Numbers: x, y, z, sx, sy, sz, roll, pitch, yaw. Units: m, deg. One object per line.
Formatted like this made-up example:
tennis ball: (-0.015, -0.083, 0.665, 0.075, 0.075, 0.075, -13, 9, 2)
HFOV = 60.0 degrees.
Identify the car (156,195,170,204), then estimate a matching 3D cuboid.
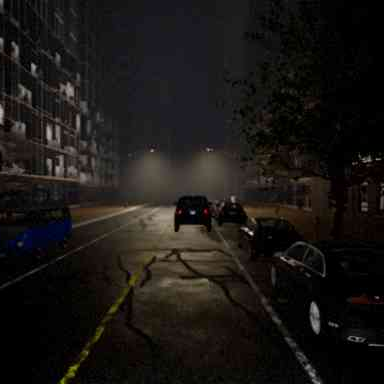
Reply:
car: (-5.823, 1.560, 63.243, 1.887, 1.381, 4.507, 0, 0, 0)

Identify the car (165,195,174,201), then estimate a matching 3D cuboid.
car: (-5.871, 1.558, 86.014, 1.947, 1.339, 4.313, 0, 0, 0)

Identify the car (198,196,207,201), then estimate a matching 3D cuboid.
car: (2.522, 1.552, 80.331, 1.947, 1.339, 4.313, 0, 0, 0)

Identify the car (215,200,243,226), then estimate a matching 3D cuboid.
car: (2.642, 1.452, 23.408, 1.967, 1.590, 4.097, 0, 0, 0)

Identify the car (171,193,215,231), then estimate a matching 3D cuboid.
car: (0.048, 1.235, 20.799, 2.150, 2.045, 5.566, 0, 0, 0)

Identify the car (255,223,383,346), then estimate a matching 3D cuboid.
car: (2.679, 1.555, 6.330, 2.008, 1.369, 4.403, 0, 0, 0)

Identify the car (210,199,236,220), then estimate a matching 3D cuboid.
car: (2.630, 1.453, 29.100, 1.967, 1.590, 4.097, 0, 0, 0)

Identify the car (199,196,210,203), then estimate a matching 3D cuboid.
car: (2.546, 1.564, 68.947, 1.947, 1.339, 4.313, 0, 0, 0)

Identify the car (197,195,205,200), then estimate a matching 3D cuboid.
car: (2.498, 1.538, 91.715, 1.947, 1.339, 4.313, 0, 0, 0)

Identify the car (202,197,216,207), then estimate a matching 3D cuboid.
car: (2.582, 1.556, 51.870, 1.887, 1.381, 4.507, 0, 0, 0)

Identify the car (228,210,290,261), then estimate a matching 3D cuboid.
car: (2.666, 1.559, 12.023, 2.008, 1.369, 4.403, 0, 0, 0)

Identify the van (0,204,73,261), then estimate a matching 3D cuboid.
van: (-5.714, 1.361, 12.009, 1.690, 1.788, 3.998, 0, 0, 0)

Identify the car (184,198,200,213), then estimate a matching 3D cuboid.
car: (0.014, 1.522, 39.142, 1.837, 1.490, 4.892, 0, 0, 0)

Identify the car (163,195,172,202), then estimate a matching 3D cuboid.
car: (-5.859, 1.543, 80.321, 1.887, 1.381, 4.507, 0, 0, 0)
